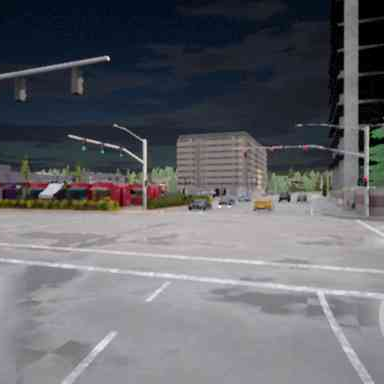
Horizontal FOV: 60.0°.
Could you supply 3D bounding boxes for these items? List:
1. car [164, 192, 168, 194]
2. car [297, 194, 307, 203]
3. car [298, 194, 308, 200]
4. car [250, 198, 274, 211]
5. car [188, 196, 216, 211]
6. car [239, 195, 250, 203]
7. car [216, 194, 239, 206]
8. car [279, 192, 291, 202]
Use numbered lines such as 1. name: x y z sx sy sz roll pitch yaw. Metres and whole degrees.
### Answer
1. car: -6.789 1.031 82.066 4.605 1.855 1.932 0 0 20
2. car: 22.378 1.362 67.741 2.128 1.511 4.902 0 0 20
3. car: 25.825 1.191 77.417 2.033 1.411 5.357 0 0 20
4. car: 8.420 1.390 38.719 1.882 1.535 5.008 0 0 19
5. car: 1.005 1.477 39.388 1.994 1.385 4.181 0 0 18
6. car: 10.291 1.343 65.188 2.128 1.511 4.902 0 0 20
7. car: 5.534 1.389 52.001 1.837 1.490 4.892 0 0 20
8. car: 19.896 1.060 71.205 2.150 2.045 5.566 0 0 20
